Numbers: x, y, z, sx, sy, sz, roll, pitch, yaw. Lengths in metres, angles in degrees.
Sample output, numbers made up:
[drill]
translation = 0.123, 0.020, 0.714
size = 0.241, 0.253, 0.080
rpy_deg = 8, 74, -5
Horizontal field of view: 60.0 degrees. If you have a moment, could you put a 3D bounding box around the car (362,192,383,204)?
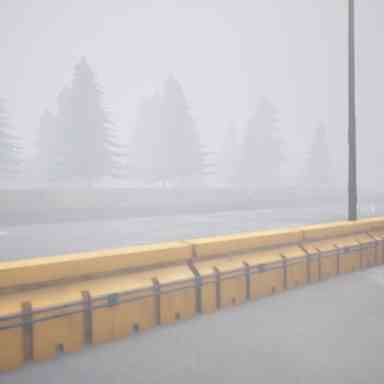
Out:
[car]
translation = 25.419, 0.806, 46.515
size = 2.128, 1.511, 4.902
rpy_deg = 0, 1, 45
